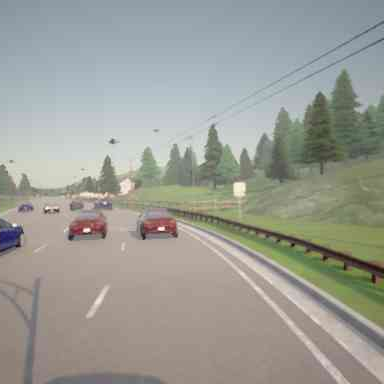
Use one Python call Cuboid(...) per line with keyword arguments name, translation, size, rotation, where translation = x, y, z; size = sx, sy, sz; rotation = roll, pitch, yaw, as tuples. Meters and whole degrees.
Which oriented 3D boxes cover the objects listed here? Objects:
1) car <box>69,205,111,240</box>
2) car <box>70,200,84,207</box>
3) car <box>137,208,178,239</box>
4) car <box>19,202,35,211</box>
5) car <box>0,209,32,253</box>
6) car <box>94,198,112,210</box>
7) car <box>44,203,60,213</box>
Cuboid(name="car", translation=(-5.566, 1.674, 18.178), size=(1.812, 1.442, 4.674), rotation=(-1, 0, -13))
Cuboid(name="car", translation=(-17.484, 1.955, 50.510), size=(2.128, 1.511, 4.902), rotation=(-1, 0, -23))
Cuboid(name="car", translation=(-1.938, 1.581, 17.904), size=(1.812, 1.442, 4.674), rotation=(-1, 0, -12))
Cuboid(name="car", translation=(-25.028, 2.182, 50.414), size=(1.812, 1.442, 4.674), rotation=(-1, 0, -23))
Cuboid(name="car", translation=(-8.012, 1.686, 12.729), size=(1.882, 1.535, 5.008), rotation=(-1, 0, -10))
Cuboid(name="car", translation=(-13.233, 1.706, 49.399), size=(2.097, 1.767, 4.553), rotation=(-1, 0, -23))
Cuboid(name="car", translation=(-18.970, 2.100, 45.019), size=(1.895, 1.301, 4.718), rotation=(-1, 0, -23))
